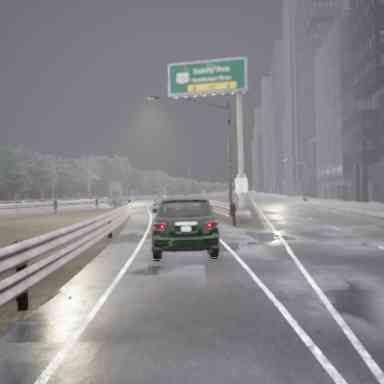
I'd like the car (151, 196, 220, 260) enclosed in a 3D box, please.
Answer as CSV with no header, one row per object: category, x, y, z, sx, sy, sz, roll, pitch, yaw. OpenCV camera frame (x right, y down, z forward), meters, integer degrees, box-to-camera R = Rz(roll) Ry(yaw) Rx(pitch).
car,-0.313,1.168,12.406,2.150,2.045,5.566,-1,0,-3

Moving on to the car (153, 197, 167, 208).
car,-4.909,1.563,50.410,2.033,1.411,5.357,-2,0,-6
